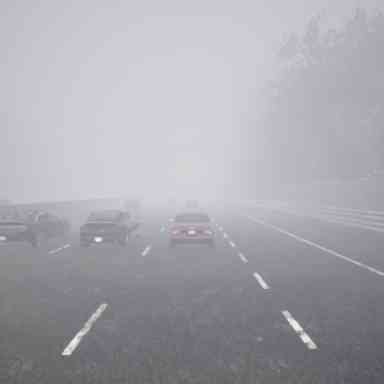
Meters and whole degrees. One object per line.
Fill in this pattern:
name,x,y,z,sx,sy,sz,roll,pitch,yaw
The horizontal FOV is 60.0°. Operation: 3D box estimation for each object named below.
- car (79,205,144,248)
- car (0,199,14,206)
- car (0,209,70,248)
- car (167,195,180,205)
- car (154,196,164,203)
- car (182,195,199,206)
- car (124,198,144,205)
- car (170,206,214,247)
car,-3.504,1.524,14.868,1.837,1.490,4.892,0,0,0
car,-17.586,1.383,29.207,2.097,1.767,4.553,0,0,0
car,-7.002,1.508,14.743,2.128,1.511,4.902,0,0,0
car,-3.516,1.635,60.350,1.994,1.385,4.181,0,0,0
car,-7.017,1.622,70.282,2.033,1.411,5.357,0,0,0
car,-0.013,1.544,44.525,2.128,1.511,4.902,0,0,0
car,-7.008,1.553,40.010,1.837,1.490,4.892,0,0,0
car,-0.004,1.565,15.004,2.033,1.411,5.357,0,0,0
